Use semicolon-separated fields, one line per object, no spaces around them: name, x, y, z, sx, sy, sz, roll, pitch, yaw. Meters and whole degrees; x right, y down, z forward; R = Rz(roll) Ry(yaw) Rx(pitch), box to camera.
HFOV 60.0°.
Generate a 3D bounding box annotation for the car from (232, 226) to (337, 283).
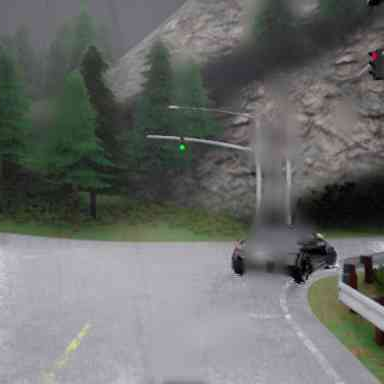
car;2.905;1.716;10.114;1.994;1.385;4.181;-2;-5;35
